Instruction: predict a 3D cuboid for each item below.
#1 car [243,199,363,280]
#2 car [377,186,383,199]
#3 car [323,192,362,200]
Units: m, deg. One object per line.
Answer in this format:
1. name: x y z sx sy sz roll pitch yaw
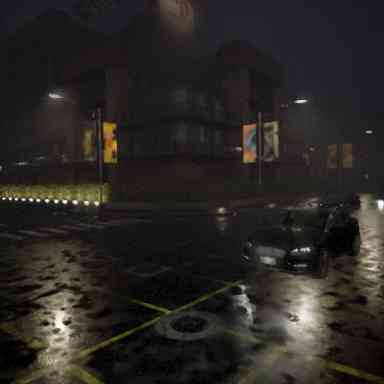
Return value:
1. car: 3.223 1.170 9.187 2.128 1.511 4.902 1 2 40
2. car: 22.798 0.041 38.385 2.128 1.511 4.902 1 2 40
3. car: 10.833 0.679 24.048 2.033 1.411 5.357 1 2 39
